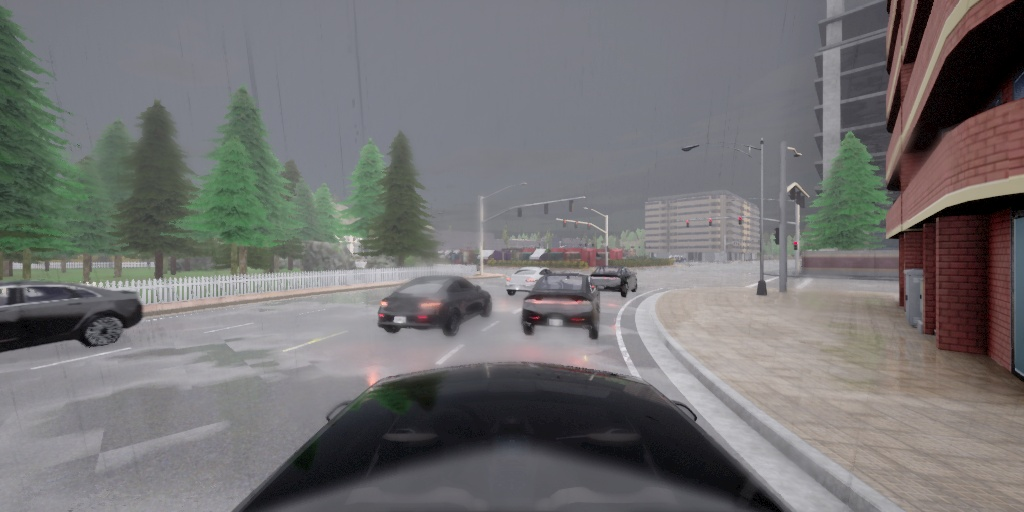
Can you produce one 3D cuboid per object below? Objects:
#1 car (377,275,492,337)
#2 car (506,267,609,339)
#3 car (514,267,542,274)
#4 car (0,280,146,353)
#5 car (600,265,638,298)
[{"bbox_3d":[-1.986,1.276,10.340,1.812,1.442,4.674,0,0,13],"label":"car"},{"bbox_3d":[1.561,1.242,10.208,2.128,1.511,4.902,0,0,14],"label":"car"},{"bbox_3d":[1.266,1.276,18.837,1.812,1.442,4.674,0,0,26],"label":"car"},{"bbox_3d":[-9.998,1.241,6.591,2.128,1.511,4.902,0,0,8],"label":"car"},{"bbox_3d":[5.344,1.241,18.824,2.128,1.511,4.902,0,0,28],"label":"car"}]
